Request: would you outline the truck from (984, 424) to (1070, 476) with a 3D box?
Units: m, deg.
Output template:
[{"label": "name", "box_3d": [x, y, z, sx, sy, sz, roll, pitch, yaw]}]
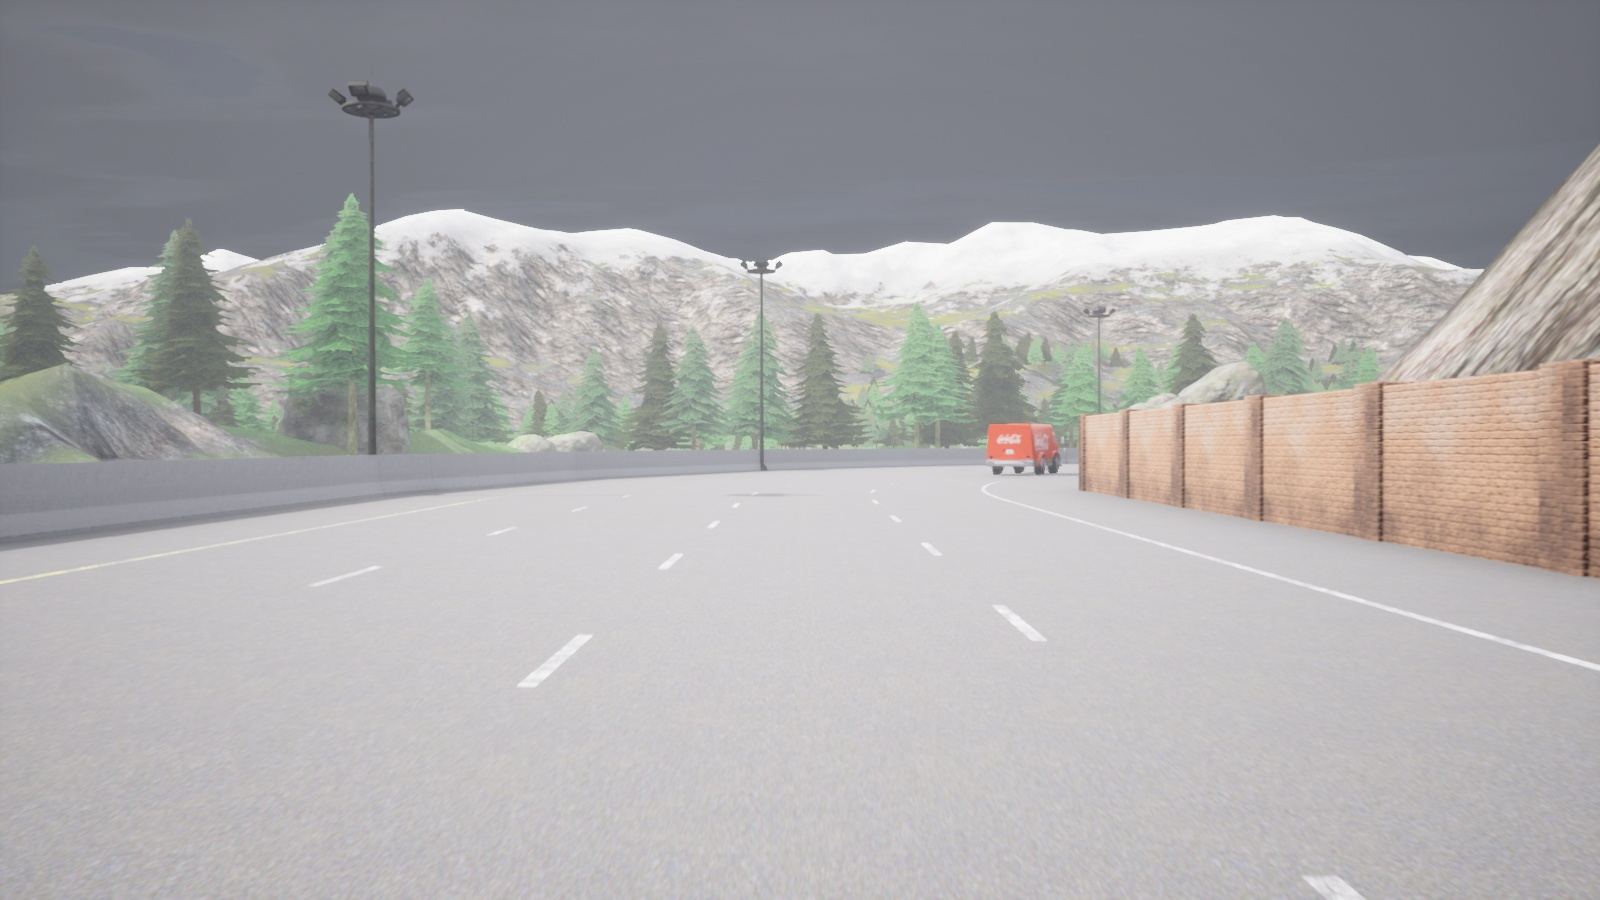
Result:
[{"label": "truck", "box_3d": [11.222, -0.012, 61.857, 2.627, 2.467, 5.204, 0, 0, 29]}]
